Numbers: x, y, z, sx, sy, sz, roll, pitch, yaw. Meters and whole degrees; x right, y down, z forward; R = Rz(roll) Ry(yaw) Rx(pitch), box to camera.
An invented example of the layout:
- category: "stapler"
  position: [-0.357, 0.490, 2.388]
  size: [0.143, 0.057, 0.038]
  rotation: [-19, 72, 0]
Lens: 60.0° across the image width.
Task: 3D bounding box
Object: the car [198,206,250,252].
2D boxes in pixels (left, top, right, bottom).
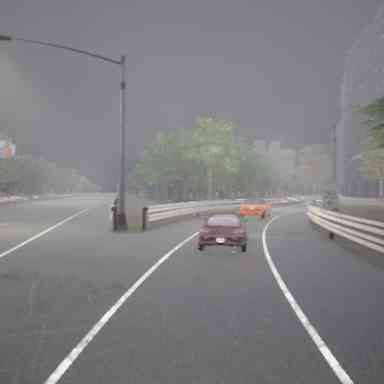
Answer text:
- category: "car"
  position: [1.416, 1.537, 14.056]
  size: [1.812, 1.442, 4.674]
  rotation: [0, 0, 10]

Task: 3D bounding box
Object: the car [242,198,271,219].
- category: "car"
  position: [5.739, 1.381, 29.616]
  size: [2.097, 1.767, 4.553]
  rotation: [1, 0, 21]
